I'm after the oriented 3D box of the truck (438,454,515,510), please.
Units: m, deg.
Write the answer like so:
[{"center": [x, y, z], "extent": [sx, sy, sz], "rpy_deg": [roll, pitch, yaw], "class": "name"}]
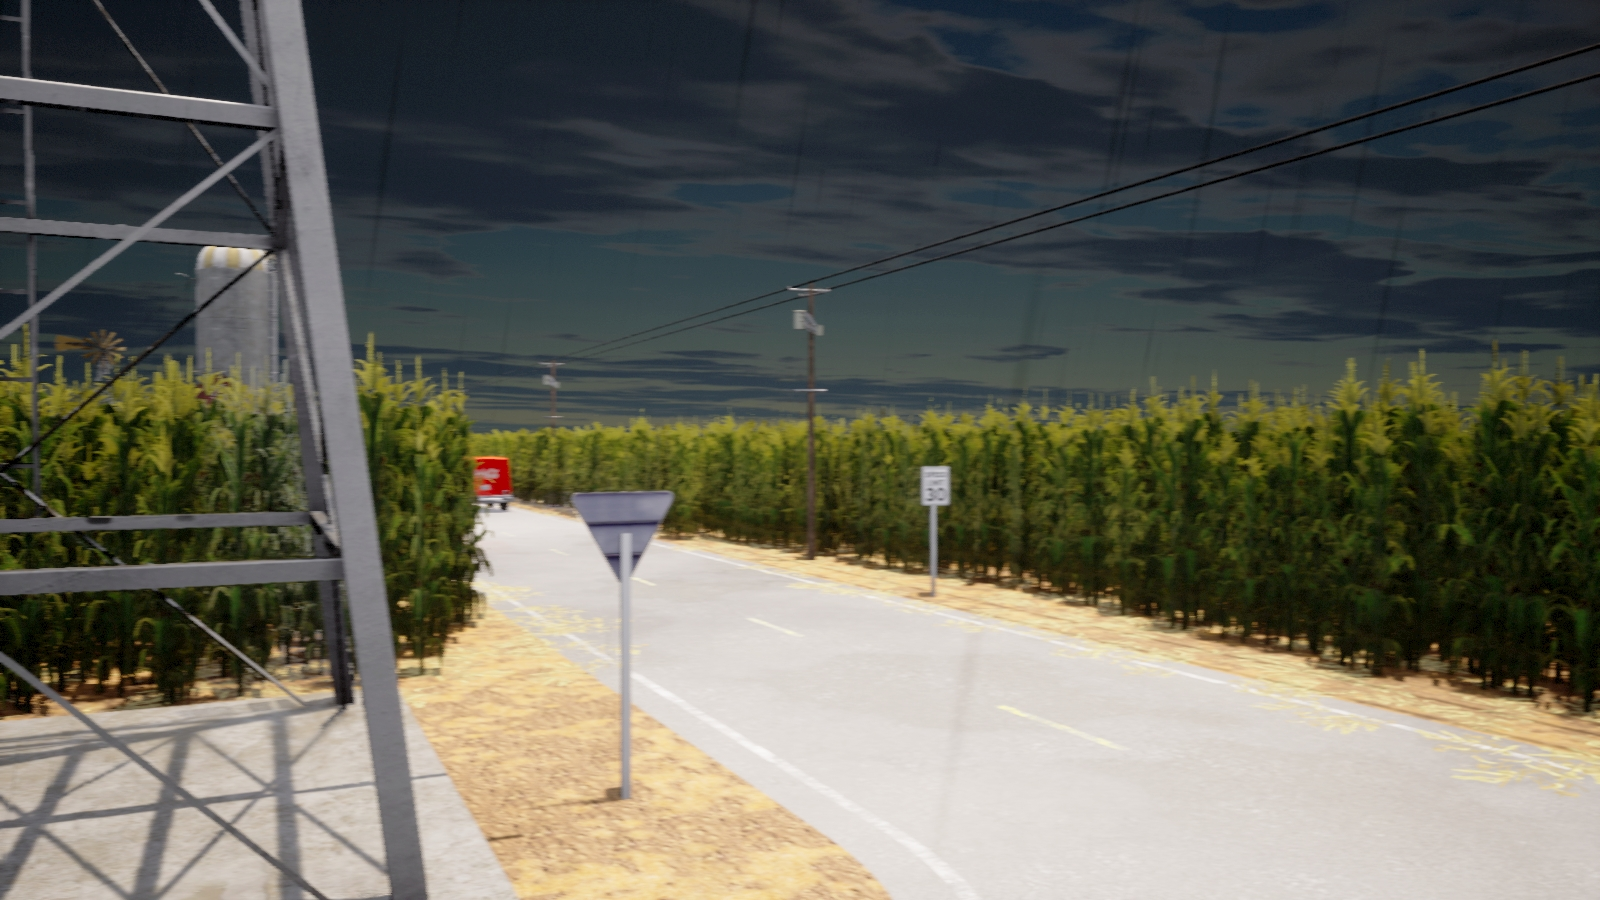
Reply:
[{"center": [-15.149, 1.416, 53.335], "extent": [2.627, 2.467, 5.204], "rpy_deg": [0, 0, -25], "class": "truck"}]
